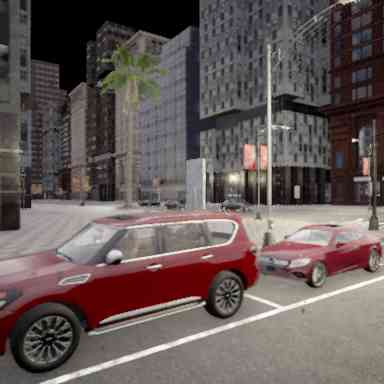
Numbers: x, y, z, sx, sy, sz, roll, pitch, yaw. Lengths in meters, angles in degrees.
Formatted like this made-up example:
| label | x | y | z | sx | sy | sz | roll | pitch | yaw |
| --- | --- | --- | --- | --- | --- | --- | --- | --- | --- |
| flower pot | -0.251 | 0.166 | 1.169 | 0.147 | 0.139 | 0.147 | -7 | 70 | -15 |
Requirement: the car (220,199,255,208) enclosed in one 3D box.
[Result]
| label | x | y | z | sx | sy | sz | roll | pitch | yaw |
| --- | --- | --- | --- | --- | --- | --- | --- | --- | --- |
| car | 5.350 | 1.660 | 39.052 | 1.837 | 1.490 | 4.892 | 0 | 0 | -35 |

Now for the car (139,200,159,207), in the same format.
| label | x | y | z | sx | sy | sz | roll | pitch | yaw |
| --- | --- | --- | --- | --- | --- | --- | --- | --- | --- |
| car | -7.299 | 2.034 | 57.554 | 1.895 | 1.301 | 4.718 | 0 | -1 | -34 |

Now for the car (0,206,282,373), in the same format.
| label | x | y | z | sx | sy | sz | roll | pitch | yaw |
| --- | --- | --- | --- | --- | --- | --- | --- | --- | --- |
| car | -1.012 | 1.308 | 5.813 | 5.009 | 1.841 | 2.192 | 0 | 0 | -35 |

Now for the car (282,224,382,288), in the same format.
| label | x | y | z | sx | sy | sz | roll | pitch | yaw |
| --- | --- | --- | --- | --- | --- | --- | --- | --- | --- |
| car | 3.581 | 1.561 | 9.087 | 4.206 | 1.307 | 1.802 | 0 | 0 | -35 |

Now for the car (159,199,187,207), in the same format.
| label | x | y | z | sx | sy | sz | roll | pitch | yaw |
| --- | --- | --- | --- | --- | --- | --- | --- | --- | --- |
| car | -1.991 | 1.771 | 43.983 | 1.837 | 1.490 | 4.892 | 0 | 0 | -34 |
